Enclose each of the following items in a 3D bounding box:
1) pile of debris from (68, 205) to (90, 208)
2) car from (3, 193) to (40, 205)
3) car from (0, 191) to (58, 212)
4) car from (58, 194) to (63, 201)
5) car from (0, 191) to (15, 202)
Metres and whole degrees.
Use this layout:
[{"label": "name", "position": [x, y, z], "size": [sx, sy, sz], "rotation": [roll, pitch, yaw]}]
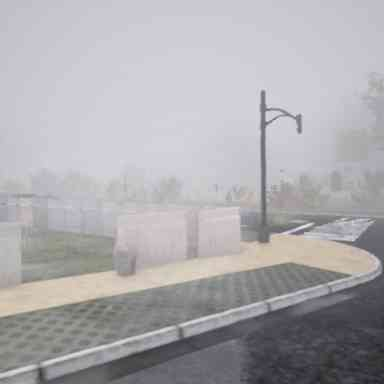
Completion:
[{"label": "pile of debris", "position": [-12.402, 1.587, 36.519], "size": [1.860, 0.140, 1.500], "rotation": [1, 1, 30]}, {"label": "car", "position": [-21.387, 0.854, 41.653], "size": [4.718, 1.301, 1.895], "rotation": [1, 1, 30]}, {"label": "car", "position": [-14.865, 0.837, 30.276], "size": [4.553, 1.767, 2.097], "rotation": [1, 1, 30]}, {"label": "car", "position": [-19.365, 0.725, 44.242], "size": [4.902, 1.511, 2.128], "rotation": [1, 1, 30]}, {"label": "car", "position": [-28.527, 0.580, 49.187], "size": [4.892, 1.490, 1.837], "rotation": [1, 1, 28]}]
